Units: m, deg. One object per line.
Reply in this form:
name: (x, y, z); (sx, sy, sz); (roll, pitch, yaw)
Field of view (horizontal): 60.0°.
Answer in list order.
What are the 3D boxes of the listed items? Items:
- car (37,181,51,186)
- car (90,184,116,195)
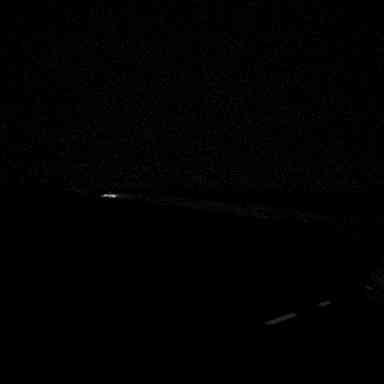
car: (-37.581, -1.939, 85.341); (1.812, 1.442, 4.674); (-2, 2, -36)
car: (-12.083, -0.425, 44.966); (2.033, 1.411, 5.357); (-2, 3, -35)
